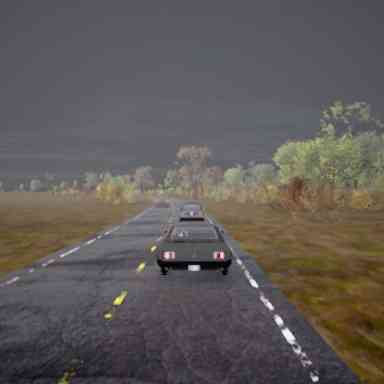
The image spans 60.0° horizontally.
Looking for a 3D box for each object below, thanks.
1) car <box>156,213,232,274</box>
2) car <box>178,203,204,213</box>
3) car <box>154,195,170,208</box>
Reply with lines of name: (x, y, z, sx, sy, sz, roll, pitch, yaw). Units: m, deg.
car: (0.066, 1.570, 10.363, 1.895, 1.301, 4.718, 0, 0, 0)
car: (-0.056, 1.476, 24.431, 2.033, 1.411, 5.357, 0, 0, -1)
car: (-4.112, 1.222, 45.799, 2.097, 1.767, 4.553, 0, 0, -3)
